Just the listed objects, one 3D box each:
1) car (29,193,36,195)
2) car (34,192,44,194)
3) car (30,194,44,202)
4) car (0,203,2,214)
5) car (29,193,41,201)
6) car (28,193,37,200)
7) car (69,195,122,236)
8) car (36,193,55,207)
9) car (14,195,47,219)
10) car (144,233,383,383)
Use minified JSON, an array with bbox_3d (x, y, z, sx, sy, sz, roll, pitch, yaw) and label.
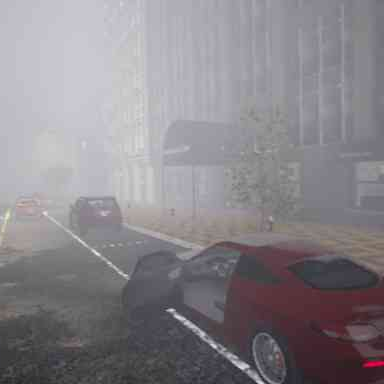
[{"bbox_3d":[-19.607,1.253,39.026,1.837,1.490,4.892,-2,2,-28],"label":"car"},{"bbox_3d":[-21.179,1.136,47.464,1.752,1.417,4.829,-3,2,-28],"label":"car"},{"bbox_3d":[-29.099,1.080,62.342,1.947,1.339,4.313,-3,2,-28],"label":"car"},{"bbox_3d":[-19.570,1.491,32.266,1.895,1.301,4.718,-2,1,-27],"label":"car"},{"bbox_3d":[-31.769,1.024,67.352,1.887,1.381,4.507,-3,2,-28],"label":"car"},{"bbox_3d":[-37.101,0.988,77.371,1.802,1.307,4.206,-3,2,-28],"label":"car"},{"bbox_3d":[-5.107,1.100,17.255,2.192,1.841,5.009,-4,2,-28],"label":"car"},{"bbox_3d":[-18.513,1.167,42.456,1.752,1.417,4.829,-3,2,-28],"label":"car"},{"bbox_3d":[-13.318,1.295,27.213,1.882,1.535,5.008,-2,1,-28],"label":"car"},{"bbox_3d":[0.991,1.379,5.133,1.812,1.442,4.674,-2,1,-28],"label":"car"}]
